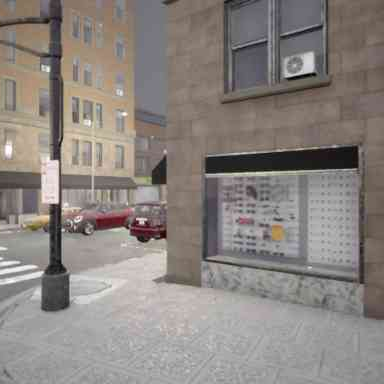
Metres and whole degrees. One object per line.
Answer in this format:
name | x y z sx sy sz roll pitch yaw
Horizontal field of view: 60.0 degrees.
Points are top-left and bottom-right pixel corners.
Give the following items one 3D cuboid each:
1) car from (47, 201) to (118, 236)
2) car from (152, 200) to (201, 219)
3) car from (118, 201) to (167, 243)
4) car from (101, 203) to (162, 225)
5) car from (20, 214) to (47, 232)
car | -5.297 1.349 18.730 2.097 1.767 4.553 0 0 35
car | -1.272 1.502 29.337 1.752 1.417 4.829 0 0 35
car | -0.656 1.308 15.300 2.192 1.841 5.009 0 0 35
car | -4.406 1.554 24.836 1.947 1.339 4.313 0 0 35
car | -7.735 1.525 20.055 1.752 1.417 4.829 0 0 35
